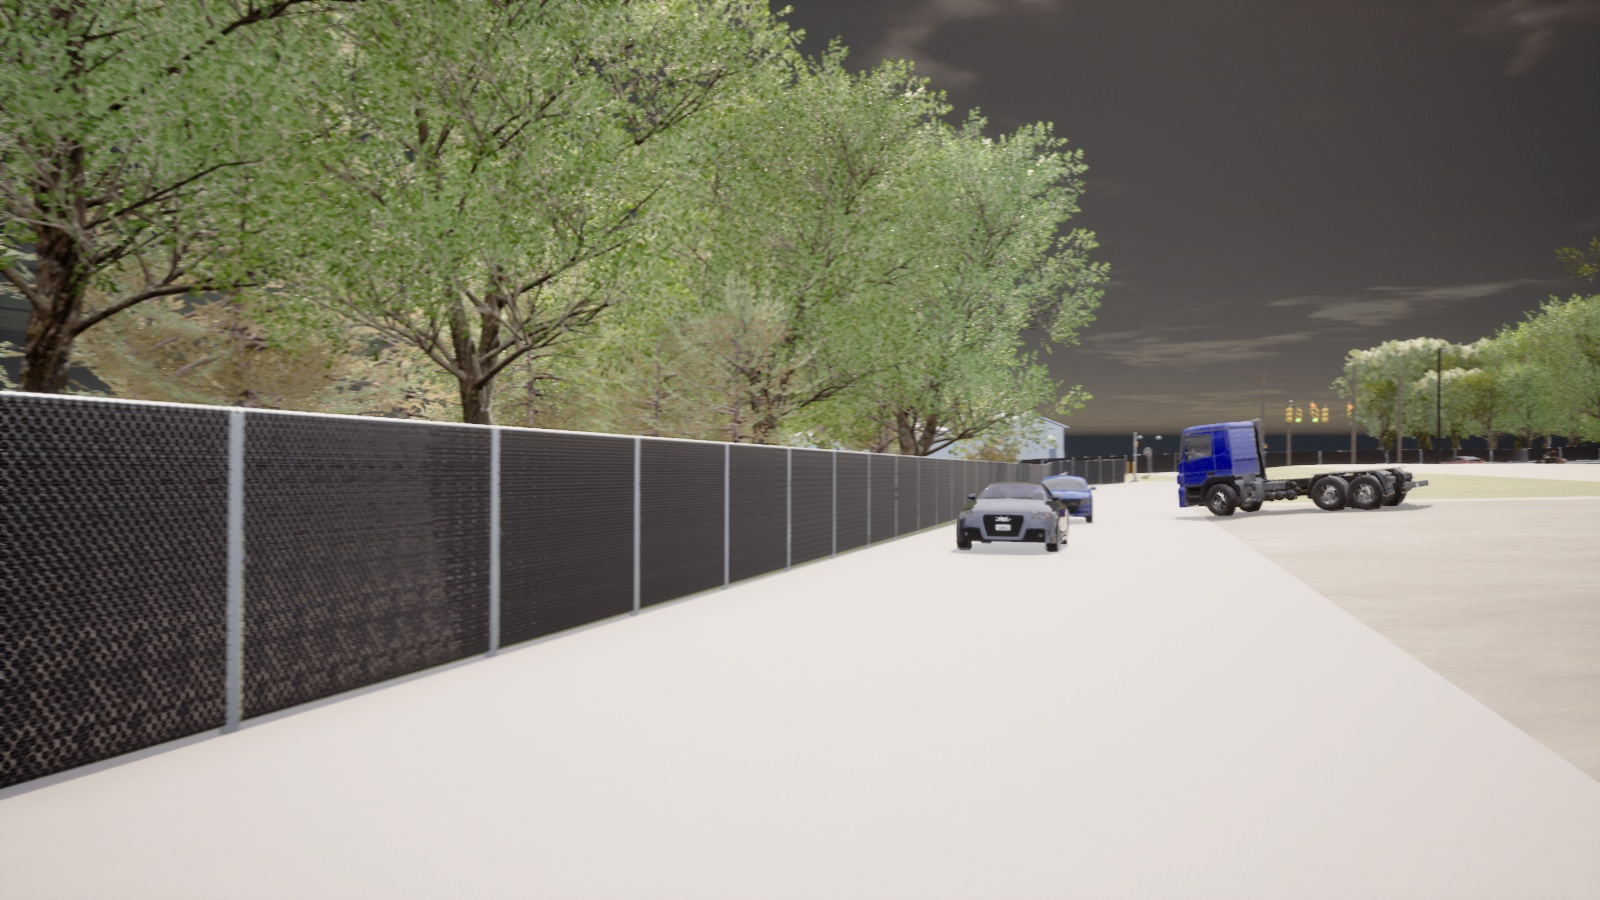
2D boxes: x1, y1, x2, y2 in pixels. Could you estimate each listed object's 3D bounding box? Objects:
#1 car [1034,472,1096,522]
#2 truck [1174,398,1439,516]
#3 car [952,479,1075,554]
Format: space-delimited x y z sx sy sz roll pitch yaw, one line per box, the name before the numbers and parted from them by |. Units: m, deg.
car | 8.787 1.518 41.553 1.882 1.535 5.008 0 -1 12
truck | 17.794 0.316 44.590 7.936 3.462 2.891 -7 -2 42
car | 4.530 1.318 26.143 1.994 1.385 4.181 0 -1 17
